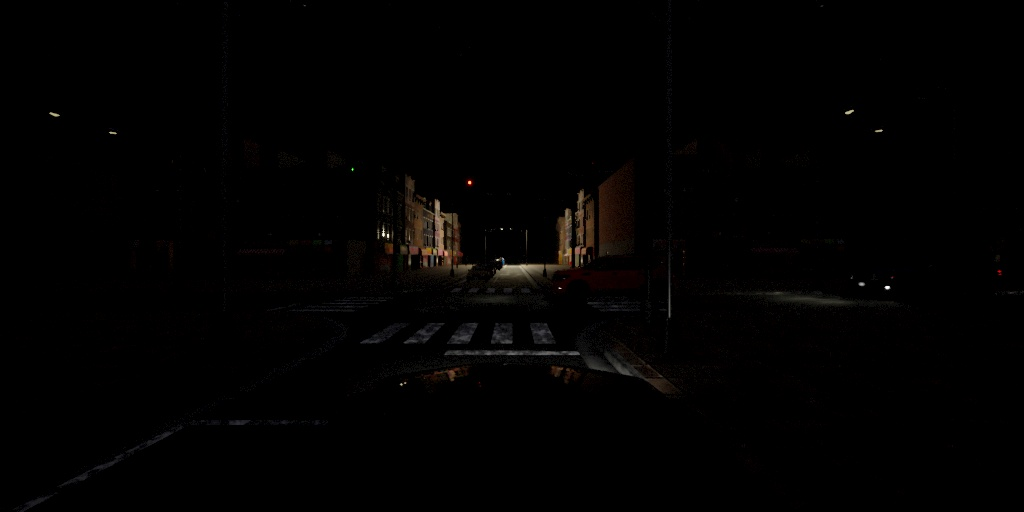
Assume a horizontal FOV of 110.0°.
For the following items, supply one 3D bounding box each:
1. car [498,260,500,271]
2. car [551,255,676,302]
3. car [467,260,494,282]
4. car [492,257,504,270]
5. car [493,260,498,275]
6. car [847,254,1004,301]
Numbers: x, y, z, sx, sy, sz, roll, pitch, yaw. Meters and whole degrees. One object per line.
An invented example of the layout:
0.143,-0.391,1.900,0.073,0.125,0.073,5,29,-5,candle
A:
-2.617,1.367,40.092,1.802,1.307,4.207,0,0,0,car
4.635,0.978,16.699,5.566,2.045,2.150,0,0,0,car
-2.623,1.292,28.713,1.751,1.417,4.829,0,0,0,car
-2.610,1.249,51.303,1.967,1.591,4.097,0,0,0,car
-2.620,1.320,34.487,1.888,1.381,4.507,0,0,0,car
19.051,0.944,16.674,5.566,2.045,2.150,0,0,1,car
